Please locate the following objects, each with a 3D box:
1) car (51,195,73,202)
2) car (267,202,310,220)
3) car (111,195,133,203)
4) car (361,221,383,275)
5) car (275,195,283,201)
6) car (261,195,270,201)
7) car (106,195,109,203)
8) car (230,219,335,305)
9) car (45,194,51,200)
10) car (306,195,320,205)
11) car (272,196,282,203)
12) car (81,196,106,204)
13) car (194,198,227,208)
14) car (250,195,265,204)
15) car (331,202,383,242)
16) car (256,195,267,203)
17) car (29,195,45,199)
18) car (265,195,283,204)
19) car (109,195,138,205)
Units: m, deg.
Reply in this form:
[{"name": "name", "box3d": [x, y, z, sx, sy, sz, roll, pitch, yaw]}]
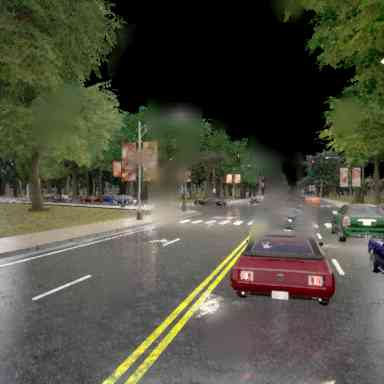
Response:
[{"name": "car", "box3d": [-26.114, 1.300, 67.529, 4.674, 1.442, 1.812, 0, 0, 40]}, {"name": "car", "box3d": [4.935, 1.505, 17.070, 1.837, 1.490, 4.892, 0, 0, 17]}, {"name": "car", "box3d": [-13.836, 1.348, 65.807, 4.674, 1.442, 1.812, 0, 0, 40]}, {"name": "car", "box3d": [5.463, 1.601, 7.596, 1.895, 1.301, 4.718, 0, 0, 17]}, {"name": "car", "box3d": [21.572, 1.489, 82.299, 1.882, 1.535, 5.008, 0, 0, 17]}, {"name": "car", "box3d": [18.351, 1.535, 82.881, 1.812, 1.442, 4.674, 0, 0, 17]}, {"name": "car", "box3d": [-15.783, 1.301, 63.198, 5.008, 1.535, 1.882, 0, 0, 40]}, {"name": "car", "box3d": [2.255, 1.601, 8.207, 1.895, 1.301, 4.718, 0, 0, 17]}, {"name": "car", "box3d": [-37.048, 1.225, 85.253, 4.674, 1.442, 1.812, 0, 0, 40]}, {"name": "car", "box3d": [20.804, 1.358, 57.427, 2.097, 1.767, 4.553, 0, 0, 17]}, {"name": "car", "box3d": [18.513, 1.604, 72.390, 1.895, 1.301, 4.718, 0, 0, 17]}, {"name": "car", "box3d": [-18.369, 1.423, 60.932, 4.718, 1.301, 1.895, 0, 0, 41]}, {"name": "car", "box3d": [2.611, 1.544, 47.686, 4.718, 1.301, 1.895, 0, 0, 40]}, {"name": "car", "box3d": [12.368, 1.554, 63.631, 2.033, 1.411, 5.357, 0, 0, 18]}, {"name": "car", "box3d": [8.069, 1.352, 16.199, 2.097, 1.767, 4.553, 0, 0, 17]}, {"name": "car", "box3d": [15.321, 1.486, 73.072, 1.882, 1.535, 5.008, 0, 0, 17]}, {"name": "car", "box3d": [-39.423, 1.225, 83.005, 4.674, 1.442, 1.812, 0, 0, 40]}, {"name": "car", "box3d": [15.442, 1.554, 62.587, 2.033, 1.411, 5.357, 0, 0, 18]}, {"name": "car", "box3d": [-10.938, 1.361, 54.653, 4.902, 1.511, 2.128, 0, 0, 41]}]
